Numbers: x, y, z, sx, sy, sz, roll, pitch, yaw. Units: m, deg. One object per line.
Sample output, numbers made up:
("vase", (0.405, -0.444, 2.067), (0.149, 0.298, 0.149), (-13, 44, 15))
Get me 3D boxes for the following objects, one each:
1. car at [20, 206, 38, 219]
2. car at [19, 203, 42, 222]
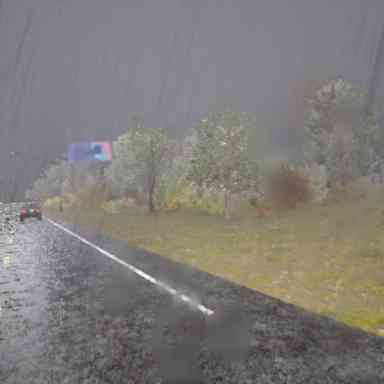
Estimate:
("car", (-23.118, 2.806, 47.030), (2.128, 1.511, 4.902), (-3, 0, -27))
("car", (-18.646, 2.279, 38.468), (2.150, 2.045, 5.566), (-3, 0, -27))
